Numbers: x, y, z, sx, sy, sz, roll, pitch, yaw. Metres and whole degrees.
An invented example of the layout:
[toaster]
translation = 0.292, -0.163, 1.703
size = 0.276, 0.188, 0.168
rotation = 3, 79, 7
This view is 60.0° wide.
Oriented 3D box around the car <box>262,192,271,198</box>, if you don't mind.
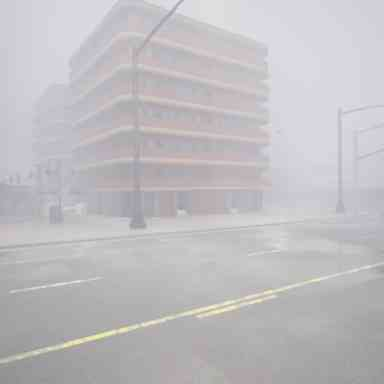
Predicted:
[car]
translation = 18.469, 0.814, 85.983
size = 3.806, 1.475, 1.970
rotation = -1, 1, -35
